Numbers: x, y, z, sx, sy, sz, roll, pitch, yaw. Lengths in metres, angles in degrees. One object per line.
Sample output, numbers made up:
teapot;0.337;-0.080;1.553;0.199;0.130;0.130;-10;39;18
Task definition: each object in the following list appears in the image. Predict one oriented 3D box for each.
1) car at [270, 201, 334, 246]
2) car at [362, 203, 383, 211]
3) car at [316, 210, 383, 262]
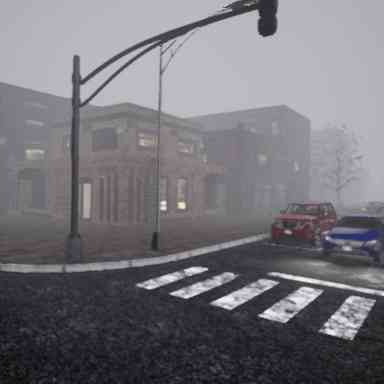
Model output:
car;5.505;1.385;15.944;2.192;1.841;5.009;1;0;36
car;12.342;1.698;20.892;2.128;1.511;4.902;2;0;36
car;6.532;1.639;12.955;1.812;1.442;4.674;2;0;36
